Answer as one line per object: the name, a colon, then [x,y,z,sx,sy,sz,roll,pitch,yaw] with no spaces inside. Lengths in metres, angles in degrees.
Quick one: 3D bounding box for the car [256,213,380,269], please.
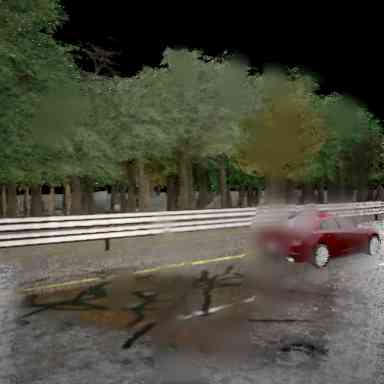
car: [4.353,1.435,11.134,5.008,1.535,1.882,0,0,-35]
